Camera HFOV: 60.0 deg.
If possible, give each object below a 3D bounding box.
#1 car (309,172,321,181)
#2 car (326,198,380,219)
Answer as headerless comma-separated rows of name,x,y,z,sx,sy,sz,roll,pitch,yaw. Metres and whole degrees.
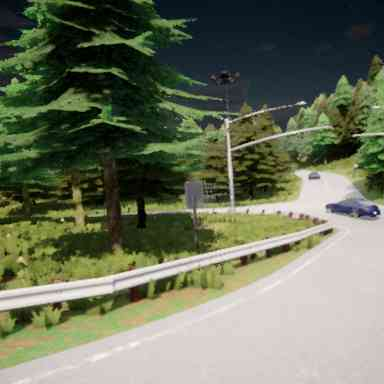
car,22.629,-2.979,61.368,1.994,1.385,4.181,-3,8,18
car,13.175,1.255,27.456,1.812,1.442,4.674,-2,5,-19
